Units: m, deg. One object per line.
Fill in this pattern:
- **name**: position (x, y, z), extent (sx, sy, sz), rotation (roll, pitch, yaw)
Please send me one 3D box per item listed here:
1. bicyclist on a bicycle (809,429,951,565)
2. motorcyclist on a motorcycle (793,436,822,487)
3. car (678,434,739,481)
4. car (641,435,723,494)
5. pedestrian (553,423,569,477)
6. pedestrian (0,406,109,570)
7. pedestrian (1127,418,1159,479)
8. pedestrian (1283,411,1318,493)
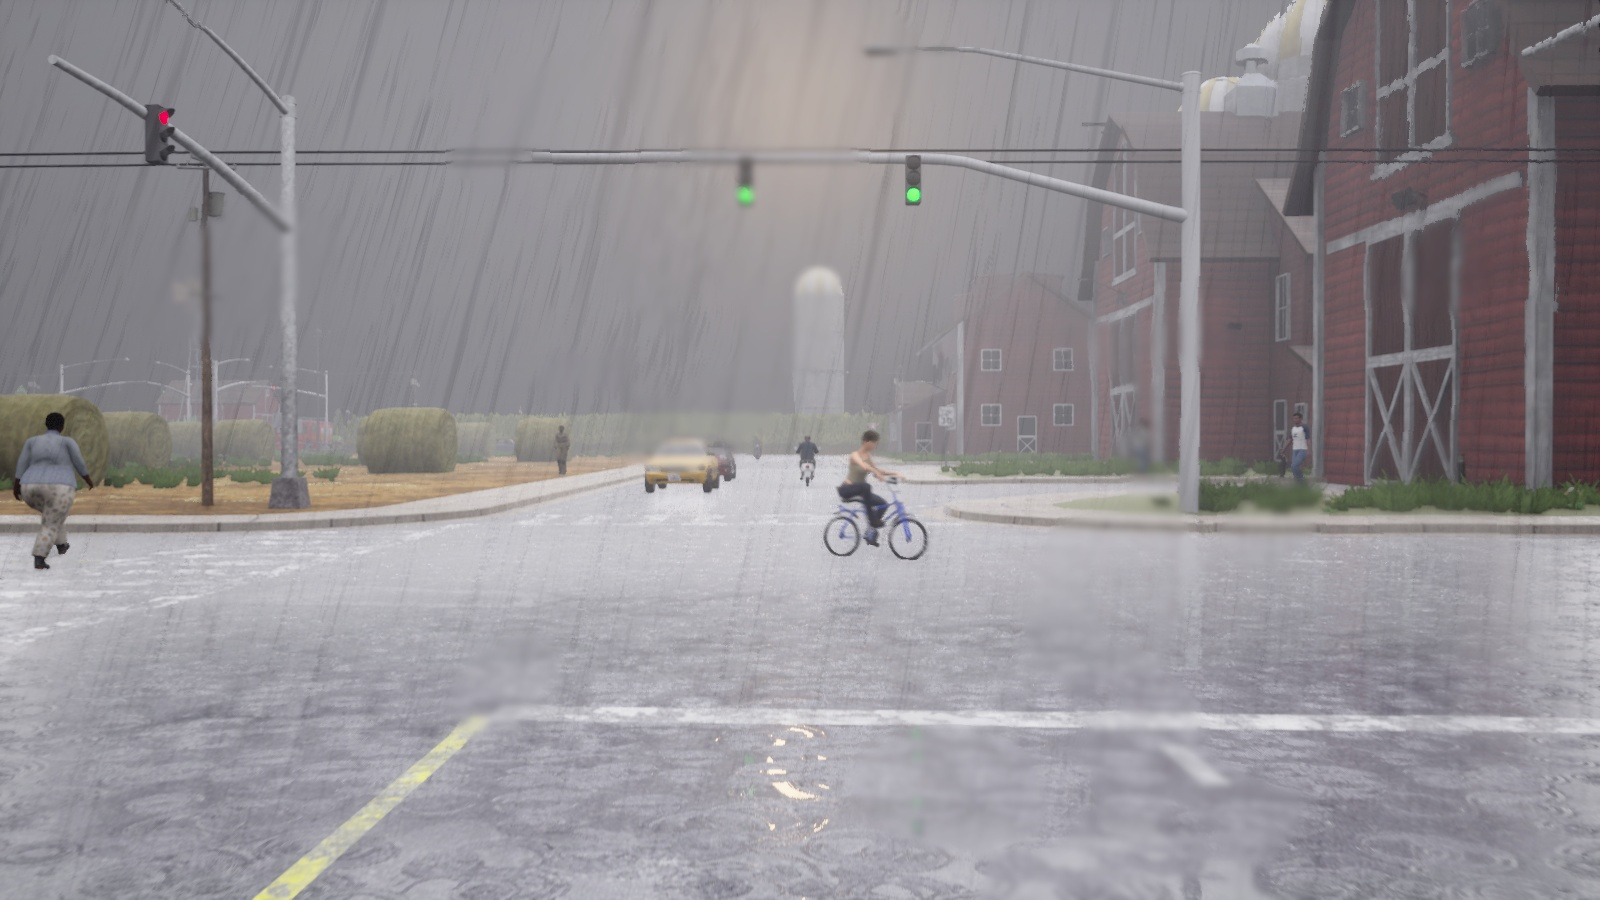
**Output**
- **bicyclist on a bicycle**: position (0.995, 0.566, 15.634), extent (1.509, 1.612, 0.866), rotation (0, -1, 33)
- **motorcyclist on a motorcycle**: position (0.237, 0.352, 39.702), extent (0.866, 1.590, 1.817), rotation (0, 1, 0)
- **car**: position (-3.234, 0.248, 44.933), extent (1.851, 1.617, 3.988), rotation (0, 1, 0)
- **car**: position (-3.286, 0.365, 35.822), extent (1.801, 1.575, 5.366), rotation (0, 0, 0)
- **pedestrian**: position (-8.684, -0.006, 45.649), extent (0.396, 1.930, 0.692), rotation (0, 1, 7)
- **pedestrian**: position (-8.739, 0.429, 14.661), extent (0.874, 1.855, 0.900), rotation (0, 1, -4)
- **pedestrian**: position (10.532, -0.042, 38.546), extent (0.900, 1.855, 0.874), rotation (0, 1, 16)
- **pedestrian**: position (11.405, 0.045, 28.623), extent (0.706, 1.836, 0.354), rotation (0, 1, -24)
